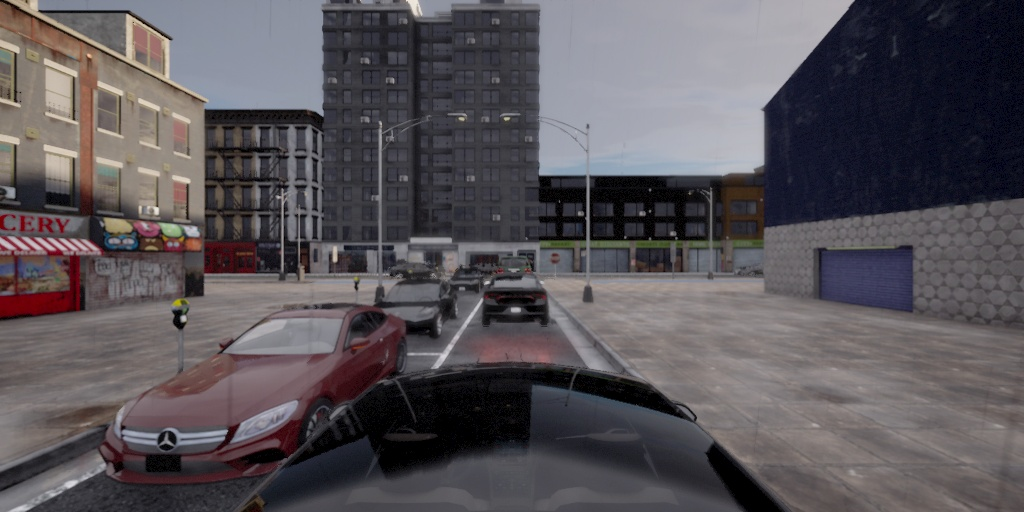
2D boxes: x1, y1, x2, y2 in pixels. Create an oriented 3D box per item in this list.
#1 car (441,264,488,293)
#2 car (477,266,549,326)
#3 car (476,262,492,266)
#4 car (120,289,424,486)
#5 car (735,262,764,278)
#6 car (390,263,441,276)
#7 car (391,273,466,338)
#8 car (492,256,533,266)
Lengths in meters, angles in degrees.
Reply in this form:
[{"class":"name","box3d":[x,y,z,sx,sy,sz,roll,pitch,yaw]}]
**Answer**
[{"class":"car","box3d":[-2.639,1.384,21.165,1.948,1.339,4.313,0,0,0]},{"class":"car","box3d":[0.097,1.263,11.801,1.882,1.535,5.008,0,0,0]},{"class":"car","box3d":[-2.944,1.369,34.718,4.892,1.490,1.837,0,0,0]},{"class":"car","box3d":[-2.639,1.343,4.809,1.802,1.307,4.207,0,0,0]},{"class":"car","box3d":[24.222,1.301,34.705,4.902,1.511,2.128,0,0,0]},{"class":"car","box3d":[-8.235,1.378,31.769,4.892,1.490,1.837,0,0,0]},{"class":"car","box3d":[-2.639,1.346,10.261,1.948,1.339,4.313,0,0,0]},{"class":"car","box3d":[0.165,1.044,22.795,2.150,2.045,5.566,0,0,1]}]
